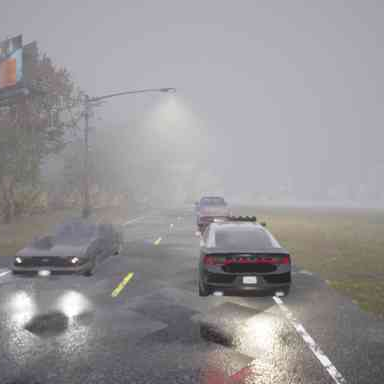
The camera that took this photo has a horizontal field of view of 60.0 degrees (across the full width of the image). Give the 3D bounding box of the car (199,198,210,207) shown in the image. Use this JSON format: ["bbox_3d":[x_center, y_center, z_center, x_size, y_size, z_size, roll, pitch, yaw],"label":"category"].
[{"bbox_3d":[2.265,1.850,59.382,1.882,1.535,5.008,0,-1,4],"label":"car"}]

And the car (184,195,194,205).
[{"bbox_3d":[-0.335,1.699,69.655,2.150,2.045,5.566,0,-1,5],"label":"car"}]

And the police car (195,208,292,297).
[{"bbox_3d":[1.108,1.438,8.766,1.930,1.638,5.238,0,0,1],"label":"police car"}]

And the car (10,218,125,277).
[{"bbox_3d":[-3.504,1.566,10.622,2.033,1.411,5.357,0,0,1],"label":"car"}]

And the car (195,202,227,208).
[{"bbox_3d":[1.292,1.526,18.621,1.882,1.535,5.008,0,0,1],"label":"car"}]

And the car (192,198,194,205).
[{"bbox_3d":[1.442,1.780,46.570,1.812,1.442,4.674,0,-1,4],"label":"car"}]

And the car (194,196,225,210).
[{"bbox_3d":[1.465,1.304,24.630,2.150,2.045,5.566,0,0,2],"label":"car"}]
